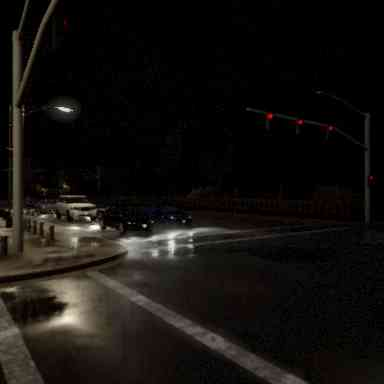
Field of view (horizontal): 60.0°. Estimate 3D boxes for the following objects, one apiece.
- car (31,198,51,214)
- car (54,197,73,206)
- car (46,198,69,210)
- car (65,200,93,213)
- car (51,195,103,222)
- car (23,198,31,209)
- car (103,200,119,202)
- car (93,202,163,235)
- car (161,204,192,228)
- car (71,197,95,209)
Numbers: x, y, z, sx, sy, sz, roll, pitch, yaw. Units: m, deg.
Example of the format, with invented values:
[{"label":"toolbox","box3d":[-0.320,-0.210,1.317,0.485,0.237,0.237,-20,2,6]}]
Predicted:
[{"label":"car","box3d":[-15.727,1.580,36.019,1.812,1.442,4.674,0,0,-36]},{"label":"car","box3d":[-22.165,1.559,57.226,1.837,1.490,4.892,0,0,-36]},{"label":"car","box3d":[-18.789,1.616,46.298,1.994,1.385,4.181,0,0,-35]},{"label":"car","box3d":[-13.103,1.619,38.358,1.994,1.385,4.181,0,0,-36]},{"label":"car","box3d":[-9.694,1.277,27.637,2.150,2.045,5.566,0,0,-36]},{"label":"car","box3d":[-22.727,1.532,45.799,1.882,1.535,5.008,0,0,-35]},{"label":"car","box3d":[-7.273,1.560,30.264,1.837,1.490,4.892,0,0,-36]},{"label":"car","box3d":[-3.926,1.560,19.643,1.837,1.490,4.892,0,0,-36]},{"label":"car","box3d":[-1.863,1.581,22.800,1.812,1.442,4.674,0,0,-36]},{"label":"car","box3d":[-16.081,1.532,48.778,1.882,1.535,5.008,0,0,-36]}]
